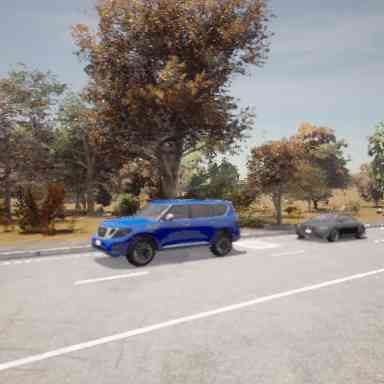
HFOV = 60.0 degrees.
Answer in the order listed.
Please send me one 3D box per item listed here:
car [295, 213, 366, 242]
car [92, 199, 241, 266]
[{"bbox_3d":[7.497,1.831,17.921,4.181,1.385,1.994,1,-1,-35],"label":"car"},{"bbox_3d":[-0.701,1.289,12.083,5.566,2.045,2.150,1,-1,-36],"label":"car"}]
